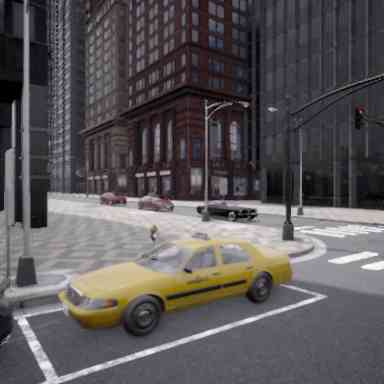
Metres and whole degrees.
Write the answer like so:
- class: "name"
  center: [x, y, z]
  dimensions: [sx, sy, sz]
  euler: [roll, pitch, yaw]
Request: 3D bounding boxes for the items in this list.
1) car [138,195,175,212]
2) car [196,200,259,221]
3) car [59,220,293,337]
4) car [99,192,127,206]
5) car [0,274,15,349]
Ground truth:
- class: "car"
  center: [-3.471, 1.002, 31.345]
  dimensions: [1.812, 1.442, 4.674]
  euler: [0, 1, -36]
- class: "car"
  center: [2.401, 1.263, 23.210]
  dimensions: [1.895, 1.301, 4.718]
  euler: [0, 1, -36]
- class: "car"
  center: [-0.025, 1.518, 6.629]
  dimensions: [4.829, 1.417, 1.752]
  euler: [0, 0, -35]
- class: "car"
  center: [-9.410, 0.773, 39.595]
  dimensions: [1.882, 1.535, 5.008]
  euler: [0, 1, -36]
- class: "car"
  center: [-4.374, 1.554, 3.527]
  dimensions: [4.403, 1.369, 2.008]
  euler: [0, 0, -36]
